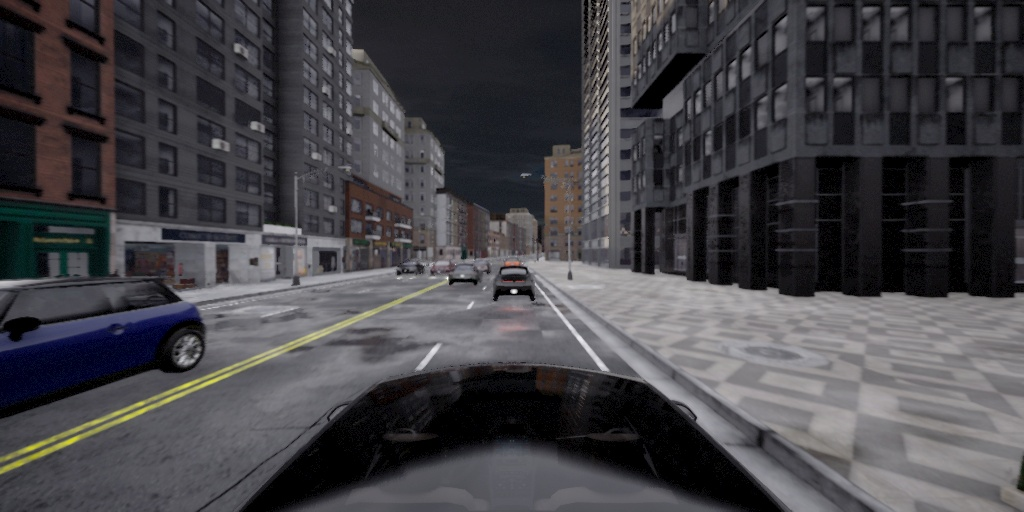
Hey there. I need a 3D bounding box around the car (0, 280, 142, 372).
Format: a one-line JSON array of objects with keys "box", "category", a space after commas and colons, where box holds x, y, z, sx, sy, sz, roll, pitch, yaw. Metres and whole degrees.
[{"box": [-9.845, 1.295, 5.885, 2.033, 1.411, 5.357, 0, 0, 0], "category": "car"}]

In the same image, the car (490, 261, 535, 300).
[{"box": [0.084, 1.203, 17.437, 1.837, 1.490, 4.892, 0, 1, 0], "category": "car"}]

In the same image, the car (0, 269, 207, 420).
[{"box": [-6.592, 1.101, 4.547, 2.097, 1.767, 4.553, 0, 0, 0], "category": "car"}]

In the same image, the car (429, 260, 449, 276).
[{"box": [-6.631, 1.146, 34.834, 1.812, 1.442, 4.674, 0, 0, 0], "category": "car"}]

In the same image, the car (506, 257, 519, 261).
[{"box": [0.055, 0.936, 41.086, 2.097, 1.767, 4.553, 0, 0, 0], "category": "car"}]

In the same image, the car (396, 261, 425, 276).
[{"box": [-9.880, 1.186, 35.224, 1.994, 1.385, 4.181, 0, 0, 0], "category": "car"}]

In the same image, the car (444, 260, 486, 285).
[{"box": [-3.177, 1.229, 25.062, 1.994, 1.385, 4.181, 0, 0, 0], "category": "car"}]

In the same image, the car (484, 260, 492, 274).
[{"box": [-3.193, 1.150, 38.055, 2.033, 1.411, 5.357, 0, 0, 0], "category": "car"}]
